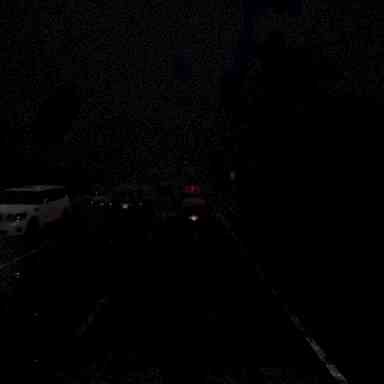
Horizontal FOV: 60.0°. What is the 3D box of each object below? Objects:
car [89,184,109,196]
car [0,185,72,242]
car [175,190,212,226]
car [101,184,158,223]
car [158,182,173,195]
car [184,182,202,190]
[{"bbox_3d":[-10.593,-0.245,38.968,1.994,1.385,4.181,0,3,0],"label":"car"},{"bbox_3d":[-7.048,0.775,14.338,2.150,2.045,5.566,0,3,0],"label":"car"},{"bbox_3d":[0.083,0.895,17.681,1.812,1.442,4.674,0,3,0],"label":"car"},{"bbox_3d":[-3.403,0.647,19.026,2.097,1.767,4.553,0,3,0],"label":"car"},{"bbox_3d":[-3.406,-0.446,41.037,1.882,1.535,5.008,0,3,0],"label":"car"},{"bbox_3d":[0.095,-0.449,38.805,2.097,1.767,4.553,0,3,0],"label":"car"}]
